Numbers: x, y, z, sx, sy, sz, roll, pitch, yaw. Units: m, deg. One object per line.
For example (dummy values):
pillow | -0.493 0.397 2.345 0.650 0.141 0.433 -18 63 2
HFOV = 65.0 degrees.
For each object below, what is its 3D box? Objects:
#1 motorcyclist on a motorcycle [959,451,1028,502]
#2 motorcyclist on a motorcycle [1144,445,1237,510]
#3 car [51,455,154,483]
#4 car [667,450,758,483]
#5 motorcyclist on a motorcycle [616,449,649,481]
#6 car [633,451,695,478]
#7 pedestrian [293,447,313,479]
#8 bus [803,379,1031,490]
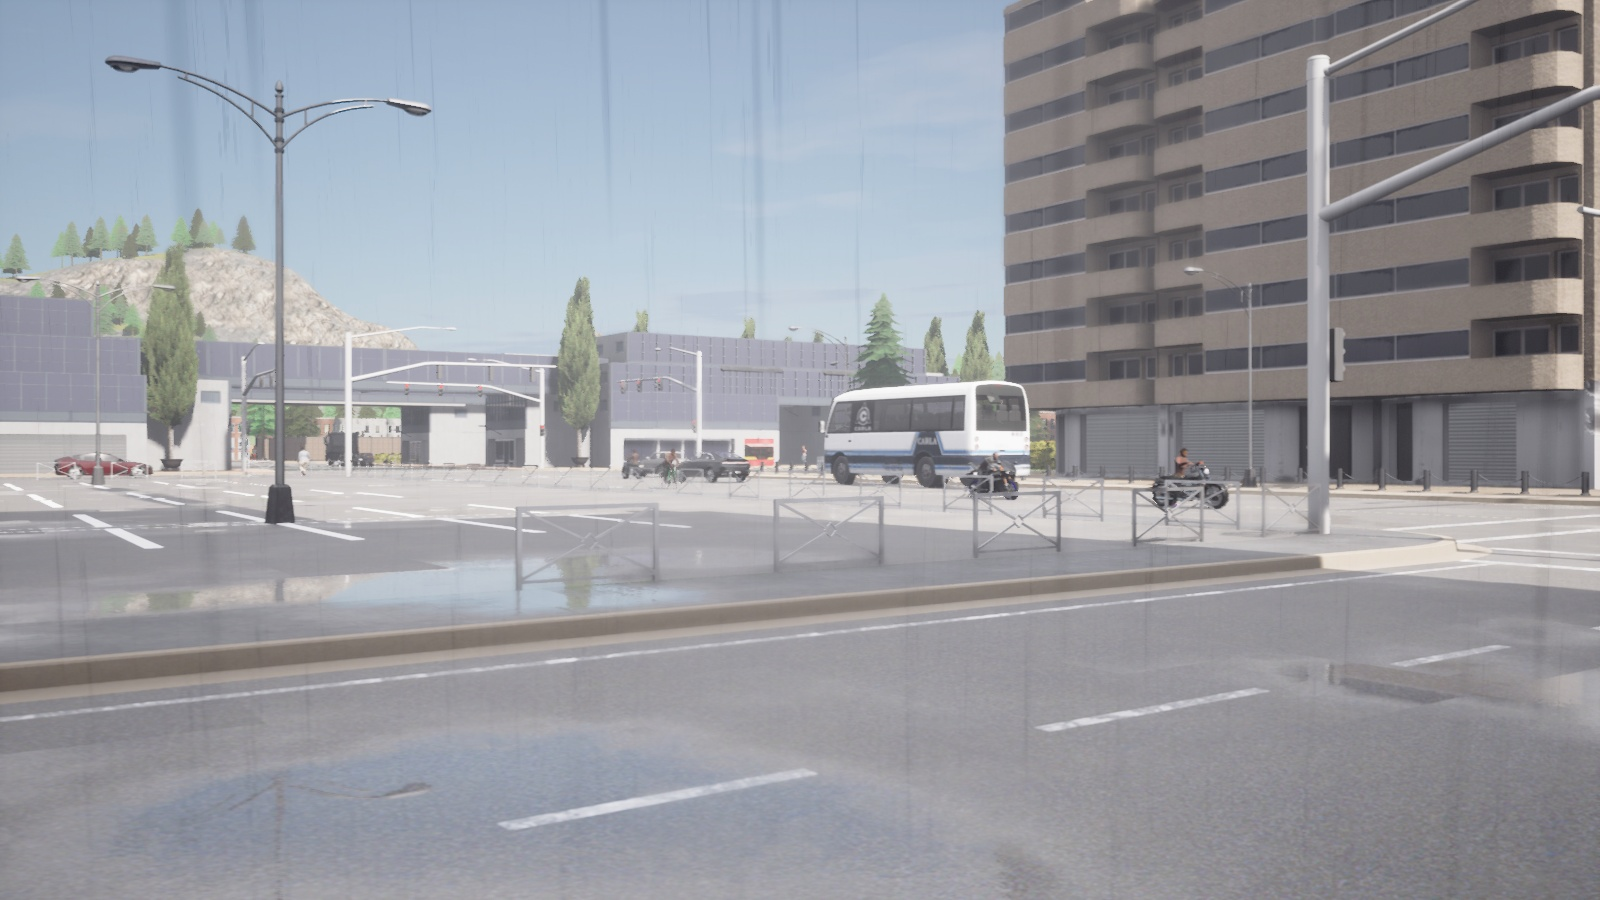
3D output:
motorcyclist on a motorcycle | 6.042 0.802 39.281 0.866 1.530 2.191 0 0 -35
motorcyclist on a motorcycle | 10.282 0.694 33.144 0.766 1.649 2.350 0 0 -35
car | -38.329 1.017 69.077 4.792 1.488 2.163 0 0 -33
car | -4.252 0.782 60.331 2.128 1.511 4.902 0 0 -35
motorcyclist on a motorcycle | -8.962 0.802 67.147 0.766 1.649 2.350 0 0 -35
car | -7.790 0.811 71.607 1.970 1.475 3.806 0 0 -34
pedestrian | -29.136 0.750 73.624 0.874 1.855 0.900 0 0 -41
bus | 4.709 -0.601 53.547 3.944 4.253 10.273 0 0 -35
